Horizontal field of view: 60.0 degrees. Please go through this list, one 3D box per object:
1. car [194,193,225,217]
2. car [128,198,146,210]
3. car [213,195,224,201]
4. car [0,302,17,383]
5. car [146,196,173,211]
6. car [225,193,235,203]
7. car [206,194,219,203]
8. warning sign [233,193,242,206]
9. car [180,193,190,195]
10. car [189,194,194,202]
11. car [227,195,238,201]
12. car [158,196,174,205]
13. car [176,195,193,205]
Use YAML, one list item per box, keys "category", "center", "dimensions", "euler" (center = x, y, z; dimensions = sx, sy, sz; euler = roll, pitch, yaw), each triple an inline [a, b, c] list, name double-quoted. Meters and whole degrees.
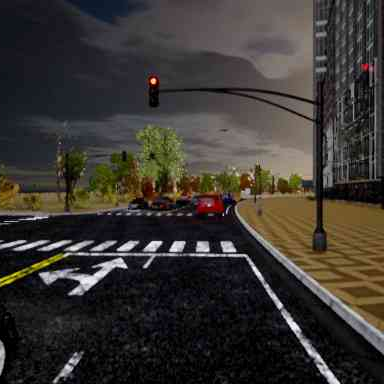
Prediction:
- category: "car"
  center: [1.748, 1.218, 31.045]
  dimensions: [2.150, 2.045, 5.566]
  euler: [0, 0, 6]
- category: "car"
  center: [-6.870, 1.518, 43.408]
  dimensions: [1.812, 1.442, 4.674]
  euler: [0, 0, 7]
- category: "car"
  center: [6.474, 1.380, 80.586]
  dimensions: [1.812, 1.442, 4.674]
  euler: [0, 0, 14]
- category: "car"
  center: [-3.091, 1.504, 2.161]
  dimensions: [1.837, 1.490, 4.892]
  euler: [0, 0, 1]
- category: "car"
  center: [-3.888, 1.558, 41.039]
  dimensions: [1.994, 1.385, 4.181]
  euler: [0, 0, 7]
- category: "car"
  center: [7.449, 1.225, 69.902]
  dimensions: [2.150, 2.045, 5.566]
  euler: [0, 0, 12]
- category: "car"
  center: [4.329, 1.352, 70.854]
  dimensions: [2.097, 1.767, 4.553]
  euler: [0, 0, 12]
- category: "warning sign"
  center: [6.557, 1.115, 48.308]
  dimensions: [1.300, 1.860, 1.060]
  euler: [0, 0, 8]
- category: "car"
  center: [-1.621, 1.212, 74.163]
  dimensions: [2.150, 2.045, 5.566]
  euler: [0, 0, 11]
- category: "car"
  center: [1.059, 1.521, 71.100]
  dimensions: [1.812, 1.442, 4.674]
  euler: [0, 0, 11]
- category: "car"
  center: [9.737, 1.402, 80.259]
  dimensions: [2.128, 1.511, 4.902]
  euler: [0, 0, 14]
- category: "car"
  center: [-4.564, 1.520, 58.921]
  dimensions: [1.812, 1.442, 4.674]
  euler: [0, 0, 10]
- category: "car"
  center: [-1.521, 1.597, 57.545]
  dimensions: [1.895, 1.301, 4.718]
  euler: [0, 0, 10]
